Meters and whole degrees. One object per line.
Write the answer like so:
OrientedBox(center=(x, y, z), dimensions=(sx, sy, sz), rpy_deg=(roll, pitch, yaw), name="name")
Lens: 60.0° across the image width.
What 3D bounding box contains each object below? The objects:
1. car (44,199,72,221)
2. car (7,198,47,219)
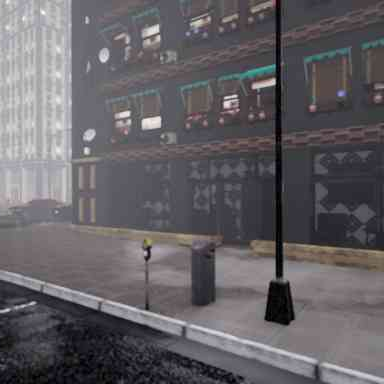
OrientedBox(center=(-7.448, 1.277, 22.955), dimensions=(1.947, 1.339, 4.313), rpy_deg=(1, 1, 35), name="car")
OrientedBox(center=(-12.087, 1.260, 26.444), dimensions=(1.812, 1.442, 4.674), rpy_deg=(0, 1, 35), name="car")
